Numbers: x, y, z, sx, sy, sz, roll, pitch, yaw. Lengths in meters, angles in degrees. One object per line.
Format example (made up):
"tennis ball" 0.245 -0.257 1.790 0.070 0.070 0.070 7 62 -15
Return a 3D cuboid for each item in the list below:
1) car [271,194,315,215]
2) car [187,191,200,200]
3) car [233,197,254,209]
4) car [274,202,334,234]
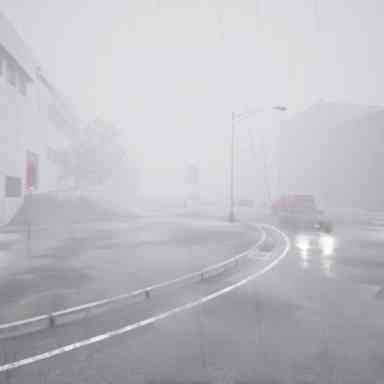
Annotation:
"car" 9.060 1.226 29.955 2.150 2.045 5.566 1 0 -8
"car" 0.326 0.621 61.428 1.882 1.535 5.008 1 3 -9
"car" 6.739 1.342 44.619 1.882 1.535 5.008 1 1 -9
"car" 6.393 1.534 18.994 1.994 1.385 4.181 1 0 0
